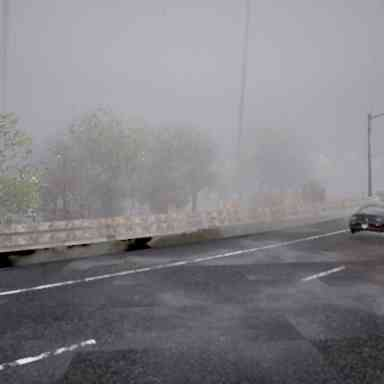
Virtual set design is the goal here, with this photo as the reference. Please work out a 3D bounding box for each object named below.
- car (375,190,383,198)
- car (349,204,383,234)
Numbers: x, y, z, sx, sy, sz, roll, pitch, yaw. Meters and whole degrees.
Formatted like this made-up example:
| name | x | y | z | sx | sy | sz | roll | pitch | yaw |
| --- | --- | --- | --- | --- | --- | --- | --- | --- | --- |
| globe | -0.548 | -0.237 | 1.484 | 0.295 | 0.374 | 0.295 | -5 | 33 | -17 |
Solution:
| name | x | y | z | sx | sy | sz | roll | pitch | yaw |
| --- | --- | --- | --- | --- | --- | --- | --- | --- | --- |
| car | 38.971 | 0.370 | 68.027 | 1.837 | 1.490 | 4.892 | -1 | 0 | 12 |
| car | 9.279 | 1.291 | 16.241 | 4.674 | 1.442 | 1.812 | -1 | 1 | -44 |
